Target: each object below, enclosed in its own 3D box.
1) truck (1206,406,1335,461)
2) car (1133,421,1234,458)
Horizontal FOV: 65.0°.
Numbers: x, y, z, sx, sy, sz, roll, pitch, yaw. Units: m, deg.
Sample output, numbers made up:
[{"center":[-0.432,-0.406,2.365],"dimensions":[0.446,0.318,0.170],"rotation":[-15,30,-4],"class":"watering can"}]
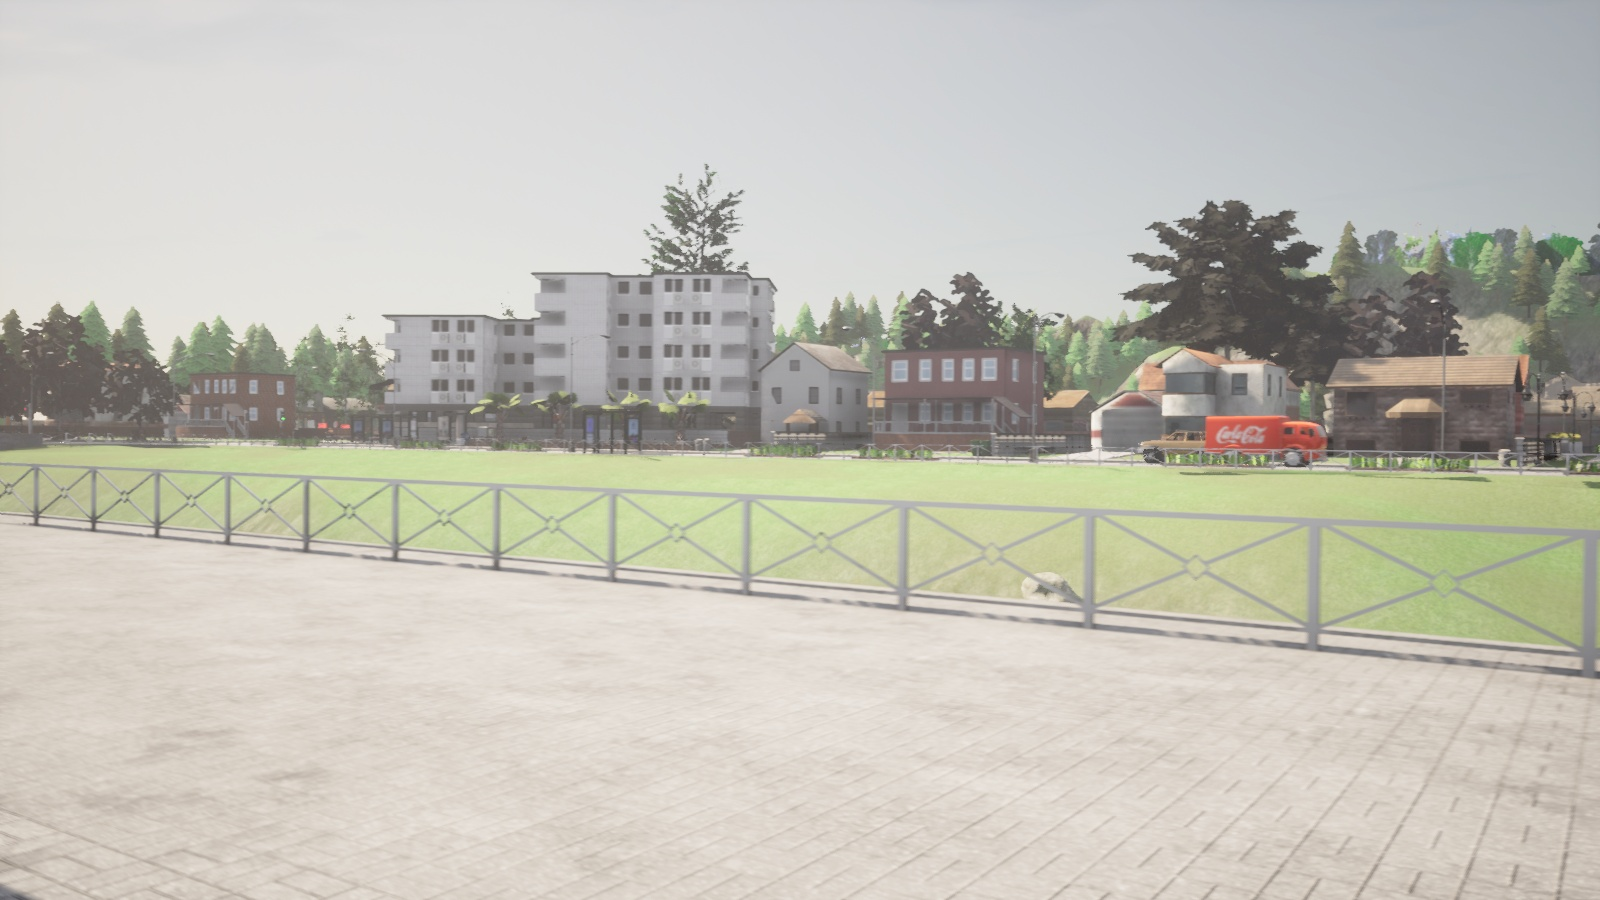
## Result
[{"center":[22.022,-0.758,58.838],"dimensions":[5.204,2.467,2.627],"rotation":[0,1,34],"class":"truck"},{"center":[19.863,-0.520,65.082],"dimensions":[4.605,1.855,1.932],"rotation":[0,1,34],"class":"car"}]
